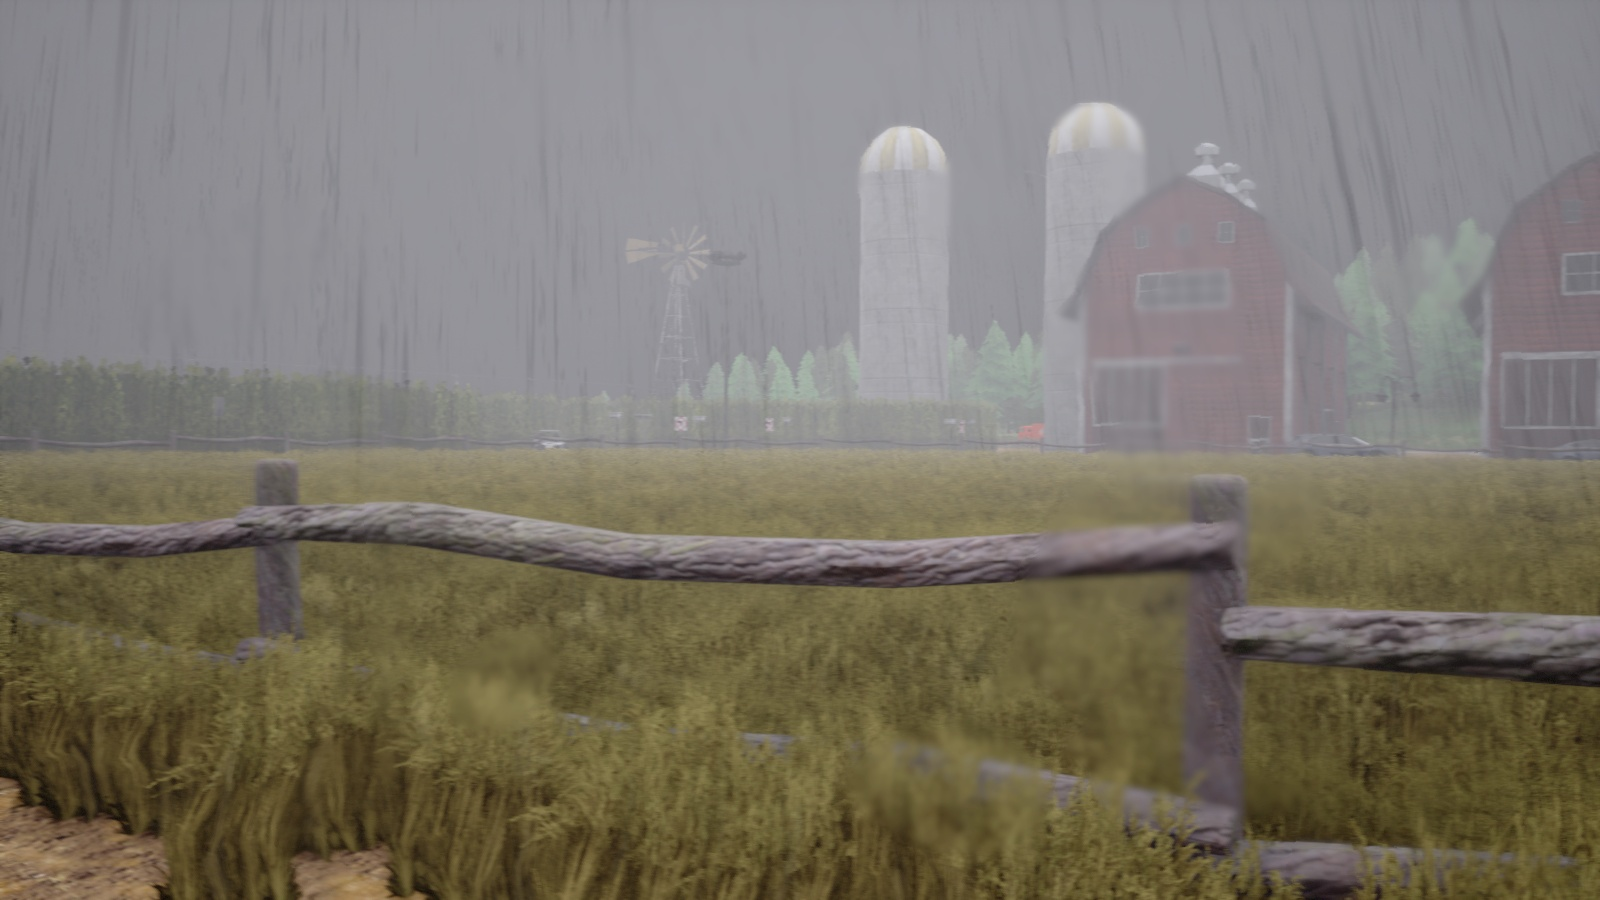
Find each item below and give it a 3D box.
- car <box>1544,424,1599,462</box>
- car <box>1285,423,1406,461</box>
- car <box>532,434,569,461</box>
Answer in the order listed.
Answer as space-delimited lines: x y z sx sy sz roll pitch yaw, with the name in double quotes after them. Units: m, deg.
32.833 -0.289 50.253 2.163 1.488 4.792 -1 1 -39 "car"
24.550 -0.369 56.544 4.856 1.649 2.033 0 1 27 "car"
-13.913 -0.166 70.139 1.970 1.475 3.806 -1 1 -11 "car"
